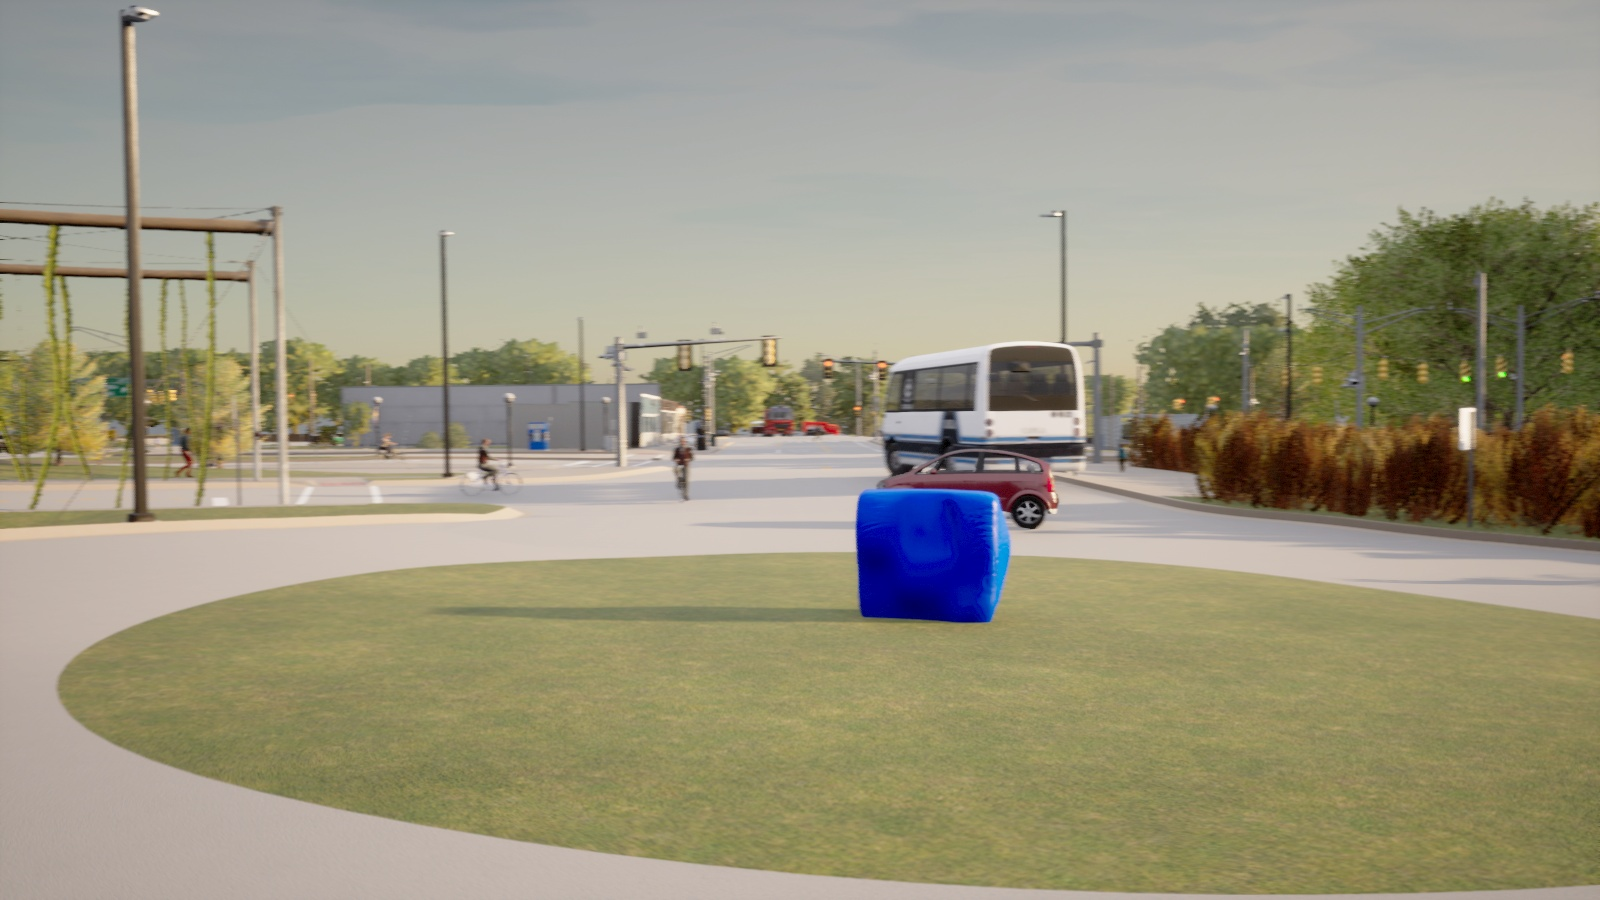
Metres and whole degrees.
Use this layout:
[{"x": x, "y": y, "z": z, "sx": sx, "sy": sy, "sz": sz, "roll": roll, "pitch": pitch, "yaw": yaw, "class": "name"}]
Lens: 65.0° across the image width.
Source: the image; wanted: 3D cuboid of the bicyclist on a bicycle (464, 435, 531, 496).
[{"x": -9.143, "y": 0.449, "z": 37.973, "sx": 1.843, "sy": 1.776, "sz": 0.659, "roll": -1, "pitch": 2, "yaw": -27, "class": "bicyclist on a bicycle"}]

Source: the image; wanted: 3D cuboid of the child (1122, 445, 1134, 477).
[{"x": 12.429, "y": 0.405, "z": 47.603, "sx": 0.343, "sy": 1.192, "sz": 0.448, "roll": 0, "pitch": 2, "yaw": 3, "class": "child"}]

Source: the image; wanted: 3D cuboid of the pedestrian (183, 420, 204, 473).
[{"x": -21.192, "y": -0.119, "z": 43.866, "sx": 0.614, "sy": 1.847, "sz": 0.353, "roll": -1, "pitch": 2, "yaw": -27, "class": "pedestrian"}]

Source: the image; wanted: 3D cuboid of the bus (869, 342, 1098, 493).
[{"x": 5.563, "y": -1.059, "z": 40.859, "sx": 3.944, "sy": 4.253, "sz": 10.273, "roll": -1, "pitch": 2, "yaw": -13, "class": "bus"}]

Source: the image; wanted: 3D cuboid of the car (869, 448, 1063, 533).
[{"x": 3.345, "y": 0.780, "z": 25.293, "sx": 3.705, "sy": 1.549, "sz": 1.789, "roll": 1, "pitch": 1, "yaw": 9, "class": "car"}]
